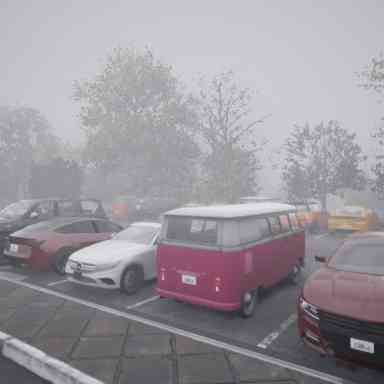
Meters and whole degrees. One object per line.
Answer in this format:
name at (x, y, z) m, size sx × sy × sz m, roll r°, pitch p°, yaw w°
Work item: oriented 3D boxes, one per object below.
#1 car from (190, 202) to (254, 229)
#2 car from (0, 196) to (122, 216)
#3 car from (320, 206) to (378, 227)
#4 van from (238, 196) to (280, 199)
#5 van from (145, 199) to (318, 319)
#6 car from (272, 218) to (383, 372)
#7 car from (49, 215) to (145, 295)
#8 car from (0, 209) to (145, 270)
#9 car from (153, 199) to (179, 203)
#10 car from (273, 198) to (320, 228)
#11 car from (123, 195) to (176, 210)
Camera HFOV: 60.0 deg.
car at (2.175, 1.501, 22.806) m, size 2.231 × 1.521 × 4.892 m, roll 0°, pitch 0°, yaw 36°
car at (-5.637, 1.250, 12.286) m, size 2.435 × 2.045 × 5.566 m, roll 0°, pitch 0°, yaw 36°
car at (8.825, 1.489, 18.033) m, size 2.097 × 1.535 × 5.008 m, roll 0°, pitch 0°, yaw 36°
van at (4.497, 1.271, 21.290) m, size 1.878 × 1.987 × 4.442 m, roll 0°, pitch 0°, yaw 36°
van at (1.213, 1.264, 7.546) m, size 1.878 × 1.987 × 4.442 m, roll 0°, pitch 0°, yaw 36°
car at (3.404, 1.486, 5.837) m, size 2.097 × 1.535 × 5.008 m, roll 0°, pitch 0°, yaw 36°
car at (-1.108, 1.533, 9.072) m, size 2.002 × 1.452 × 4.674 m, roll 0°, pitch 0°, yaw 36°
car at (-3.347, 1.527, 10.713) m, size 2.163 × 1.488 × 4.792 m, roll 0°, pitch 0°, yaw 36°
car at (-0.178, 1.503, 24.275) m, size 1.946 × 1.575 × 5.366 m, roll 0°, pitch 0°, yaw 36°
car at (6.661, 1.367, 19.555) m, size 2.185 × 1.767 × 4.553 m, roll 0°, pitch 0°, yaw 36°
car at (-2.303, 1.264, 26.063) m, size 2.435 × 2.045 × 5.566 m, roll -1°, pitch 0°, yaw 36°
